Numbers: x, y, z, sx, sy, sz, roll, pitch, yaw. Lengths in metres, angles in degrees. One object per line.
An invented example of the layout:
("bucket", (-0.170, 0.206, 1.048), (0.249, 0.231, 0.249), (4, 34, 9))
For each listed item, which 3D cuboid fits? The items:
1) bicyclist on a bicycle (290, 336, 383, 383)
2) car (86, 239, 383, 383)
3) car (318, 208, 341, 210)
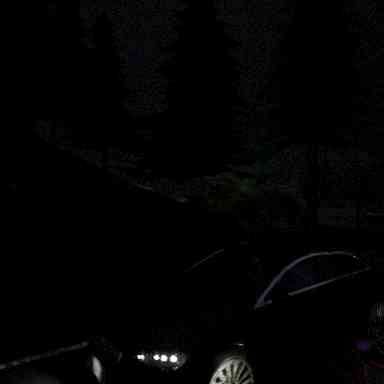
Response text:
("bicyclist on a bicycle", (1.996, 1.935, 3.273), (1.656, 0.582, 1.620), (-5, 6, -15))
("car", (1.051, 1.491, 4.746), (4.902, 1.511, 2.128), (0, 0, -36))
("car", (16.630, 1.796, 41.644), (1.895, 1.301, 4.718), (0, 0, -36))
